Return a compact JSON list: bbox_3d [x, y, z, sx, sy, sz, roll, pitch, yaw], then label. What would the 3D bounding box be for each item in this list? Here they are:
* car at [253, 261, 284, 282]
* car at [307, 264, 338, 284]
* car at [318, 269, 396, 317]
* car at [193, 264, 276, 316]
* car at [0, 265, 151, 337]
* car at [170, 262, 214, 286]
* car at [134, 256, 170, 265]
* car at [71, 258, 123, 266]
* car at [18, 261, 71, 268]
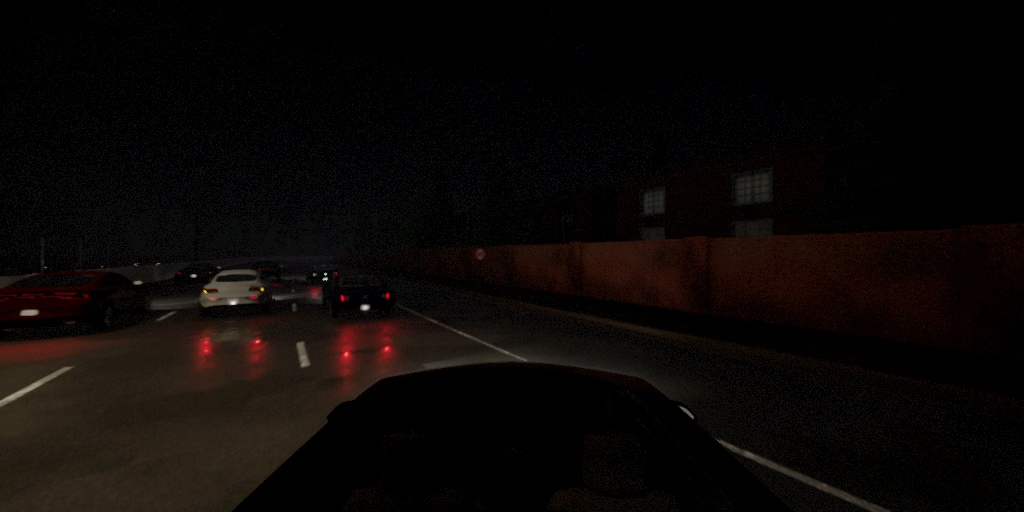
[{"bbox_3d":[-17.930,1.080,26.172,1.882,1.535,5.008,0,0,-31],"label":"car"},{"bbox_3d":[-13.397,1.222,25.450,1.895,1.301,4.718,0,0,-31],"label":"car"},{"bbox_3d":[-5.694,1.292,12.987,1.895,1.301,4.718,0,0,-32],"label":"car"},{"bbox_3d":[-9.894,1.202,13.134,1.812,1.442,4.674,0,0,-32],"label":"car"},{"bbox_3d":[-12.211,1.157,10.224,1.882,1.535,5.008,0,-1,-32],"label":"car"},{"bbox_3d":[-20.473,1.167,23.618,1.994,1.385,4.181,0,0,-31],"label":"car"},{"bbox_3d":[-37.276,0.851,37.315,2.097,1.767,4.553,0,0,-31],"label":"car"},{"bbox_3d":[-39.838,0.976,34.796,1.882,1.535,5.008,0,0,-31],"label":"car"},{"bbox_3d":[-42.925,1.095,33.139,1.895,1.301,4.718,0,0,-31],"label":"car"}]
